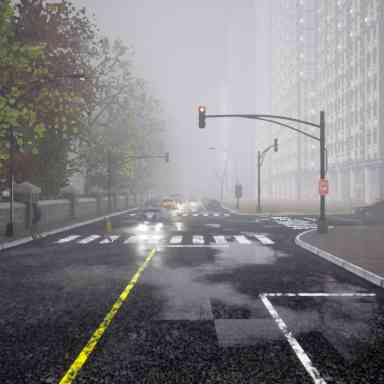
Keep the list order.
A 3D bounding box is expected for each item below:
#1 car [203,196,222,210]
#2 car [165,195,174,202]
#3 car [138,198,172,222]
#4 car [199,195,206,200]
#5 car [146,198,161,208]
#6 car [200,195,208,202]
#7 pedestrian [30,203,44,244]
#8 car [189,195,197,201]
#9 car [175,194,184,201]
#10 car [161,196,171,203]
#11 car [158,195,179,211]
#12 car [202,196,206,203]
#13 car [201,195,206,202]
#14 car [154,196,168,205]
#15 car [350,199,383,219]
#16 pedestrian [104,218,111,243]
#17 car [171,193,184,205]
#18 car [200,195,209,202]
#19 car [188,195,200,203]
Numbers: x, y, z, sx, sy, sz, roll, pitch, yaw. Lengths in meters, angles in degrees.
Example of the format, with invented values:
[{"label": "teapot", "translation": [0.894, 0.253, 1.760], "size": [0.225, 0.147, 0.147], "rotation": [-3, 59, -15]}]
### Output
[{"label": "car", "translation": [2.810, 1.586, 42.778], "size": [1.947, 1.339, 4.313], "rotation": [0, 0, 0]}, {"label": "car", "translation": [-5.460, 1.510, 82.227], "size": [1.967, 1.590, 4.097], "rotation": [0, 0, 0]}, {"label": "car", "translation": [-3.028, 1.497, 26.380], "size": [2.128, 1.511, 4.902], "rotation": [0, 0, 0]}, {"label": "car", "translation": [2.950, 1.641, 93.469], "size": [2.008, 1.369, 4.403], "rotation": [0, 0, 0]}, {"label": "car", "translation": [-5.555, 1.607, 48.433], "size": [1.802, 1.307, 4.206], "rotation": [0, 0, 0]}, {"label": "car", "translation": [2.920, 1.510, 82.204], "size": [1.967, 1.590, 4.097], "rotation": [0, 0, 0]}, {"label": "pedestrian", "translation": [-6.644, 1.297, 14.161], "size": [0.375, 1.860, 0.375], "rotation": [0, 0, 0]}, {"label": "car", "translation": [0.222, 1.441, 80.071], "size": [1.837, 1.490, 4.892], "rotation": [0, 0, 0]}, {"label": "car", "translation": [-2.793, 1.262, 74.671], "size": [1.837, 1.490, 4.892], "rotation": [0, 0, 0]}, {"label": "car", "translation": [-5.492, 1.577, 70.794], "size": [1.752, 1.417, 4.829], "rotation": [0, 0, 0]}, {"label": "car", "translation": [-2.982, 1.497, 41.535], "size": [1.882, 1.535, 5.008], "rotation": [0, 0, 0]}, {"label": "car", "translation": [2.825, 1.591, 48.410], "size": [1.947, 1.339, 4.313], "rotation": [0, 0, 0]}, {"label": "car", "translation": [2.841, 1.597, 54.043], "size": [1.947, 1.339, 4.313], "rotation": [0, 0, 0]}, {"label": "car", "translation": [-5.523, 1.477, 59.699], "size": [1.967, 1.590, 4.097], "rotation": [0, 0, 0]}, {"label": "car", "translation": [14.880, 1.262, 25.956], "size": [4.674, 1.442, 1.812], "rotation": [-1, 0, 0]}, {"label": "pedestrian", "translation": [-3.684, 1.676, 14.751], "size": [0.500, 1.100, 0.500], "rotation": [0, 0, 0]}, {"label": "car", "translation": [-2.908, 1.262, 59.485], "size": [2.150, 2.045, 5.566], "rotation": [0, -1, 1]}, {"label": "car", "translation": [2.904, 1.501, 76.573], "size": [1.967, 1.590, 4.097], "rotation": [0, 0, 0]}, {"label": "car", "translation": [0.194, 1.638, 70.101], "size": [1.895, 1.301, 4.718], "rotation": [0, 0, 0]}]
